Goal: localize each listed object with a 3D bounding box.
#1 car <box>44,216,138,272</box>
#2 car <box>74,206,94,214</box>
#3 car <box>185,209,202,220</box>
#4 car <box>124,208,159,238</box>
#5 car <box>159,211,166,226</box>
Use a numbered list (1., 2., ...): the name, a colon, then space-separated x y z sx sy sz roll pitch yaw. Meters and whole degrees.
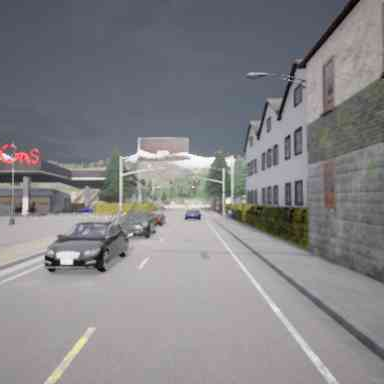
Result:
1. car: -3.584 1.835 12.125 2.128 1.511 4.902 0 -2 1
2. car: -22.245 3.699 69.342 4.611 1.667 2.242 0 -2 0
3. car: 0.186 2.800 42.470 1.994 1.385 4.181 0 -2 3
4. car: -3.608 1.981 21.847 2.097 1.767 4.553 0 -2 0
5. car: -3.597 2.521 31.730 1.895 1.301 4.718 0 -2 1
